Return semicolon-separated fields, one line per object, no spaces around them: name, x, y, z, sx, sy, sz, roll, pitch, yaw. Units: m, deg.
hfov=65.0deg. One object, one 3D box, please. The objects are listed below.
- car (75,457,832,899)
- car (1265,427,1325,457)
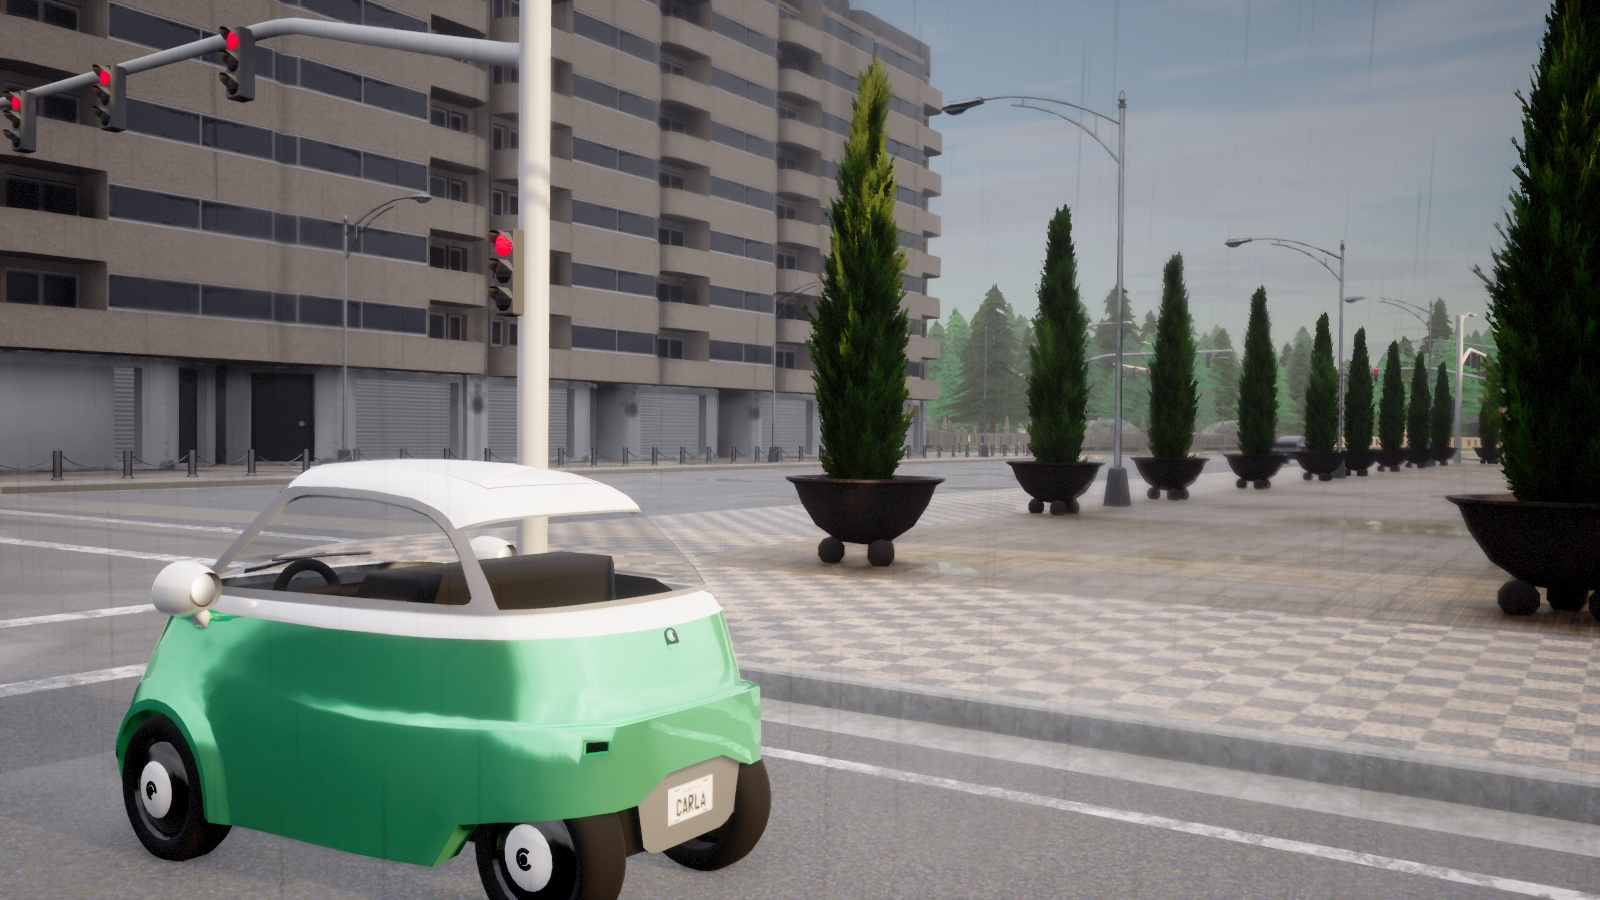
car;-1.218;0.737;4.433;2.207;1.376;1.481;0;1;34
car;25.735;-0.442;65.164;1.837;1.490;4.892;0;1;34
